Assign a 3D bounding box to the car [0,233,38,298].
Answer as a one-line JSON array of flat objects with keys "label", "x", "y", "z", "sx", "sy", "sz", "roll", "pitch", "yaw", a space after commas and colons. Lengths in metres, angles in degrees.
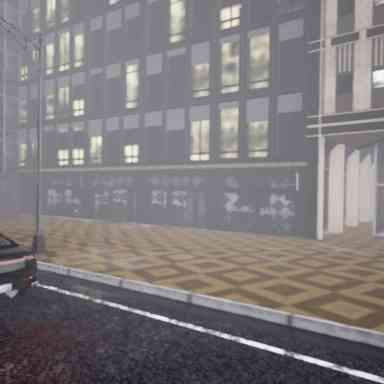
[{"label": "car", "x": -5.348, "y": 1.486, "z": 7.181, "sx": 4.902, "sy": 1.511, "sz": 2.128, "roll": 0, "pitch": 0, "yaw": 33}]
